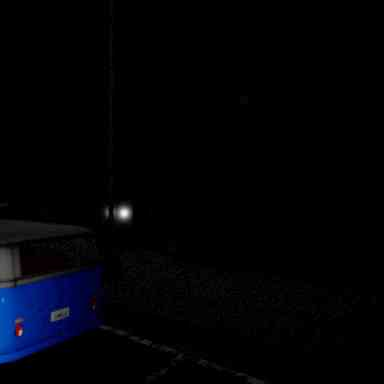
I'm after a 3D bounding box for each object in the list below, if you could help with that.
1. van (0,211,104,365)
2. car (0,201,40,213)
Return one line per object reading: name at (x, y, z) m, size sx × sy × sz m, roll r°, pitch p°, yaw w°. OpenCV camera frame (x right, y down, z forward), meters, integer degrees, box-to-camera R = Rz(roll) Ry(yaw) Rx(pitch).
van at (-3.203, 1.339, 5.360) m, size 3.998 × 1.788 × 1.690 m, roll 0°, pitch 0°, yaw 36°
car at (-15.416, 1.509, 28.506) m, size 1.812 × 1.442 × 4.674 m, roll 0°, pitch 0°, yaw 32°
